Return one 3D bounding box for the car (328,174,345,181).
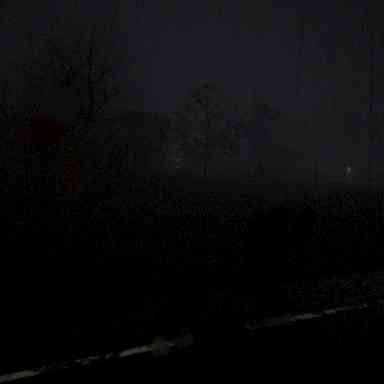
[{"bbox_3d":[32.923,-3.464,75.561,1.882,1.535,5.008,1,5,-22],"label":"car"}]

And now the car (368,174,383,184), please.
[{"bbox_3d":[37.193,-2.555,64.760,2.150,2.045,5.566,1,5,-22],"label":"car"}]
